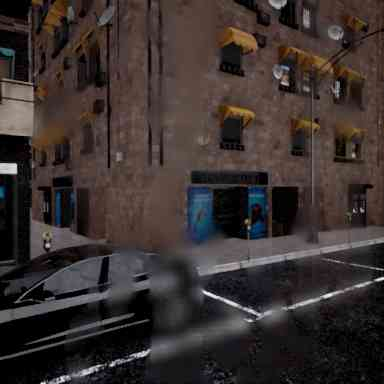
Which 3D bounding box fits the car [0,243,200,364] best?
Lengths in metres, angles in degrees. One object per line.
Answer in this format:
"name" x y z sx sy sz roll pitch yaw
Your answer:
"car" -1.852 1.566 5.244 4.313 1.339 1.947 0 0 -36
